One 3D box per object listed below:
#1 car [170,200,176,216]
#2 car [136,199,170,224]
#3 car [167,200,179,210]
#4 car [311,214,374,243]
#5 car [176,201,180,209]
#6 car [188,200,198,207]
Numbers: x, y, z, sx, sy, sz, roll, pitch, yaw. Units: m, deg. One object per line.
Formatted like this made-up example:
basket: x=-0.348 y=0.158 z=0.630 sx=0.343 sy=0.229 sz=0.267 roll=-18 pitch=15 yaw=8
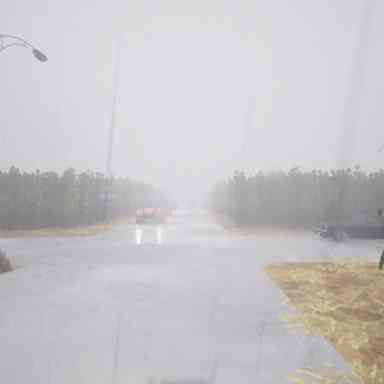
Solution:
car: x=-3.154 y=1.578 z=35.392 sx=2.097 sy=1.767 sz=4.553 roll=0 pitch=0 yaw=0
car: x=-3.166 y=1.533 z=26.622 sx=2.097 sy=1.767 sz=4.553 roll=0 pitch=-1 yaw=0
car: x=-3.105 y=2.081 z=54.717 sx=1.812 sy=1.442 sz=4.674 roll=0 pitch=-1 yaw=0
car: x=8.376 y=1.714 z=16.164 sx=4.718 sy=1.301 sz=1.895 roll=0 pitch=-1 yaw=0
car: x=-3.137 y=1.869 z=45.323 sx=1.994 sy=1.385 sz=4.181 roll=0 pitch=-1 yaw=0
car: x=0.183 y=2.406 z=69.632 sx=2.033 sy=1.411 sz=5.357 roll=0 pitch=-1 yaw=0
